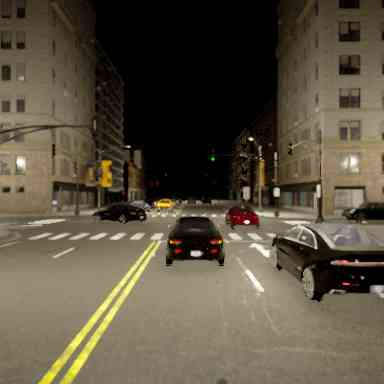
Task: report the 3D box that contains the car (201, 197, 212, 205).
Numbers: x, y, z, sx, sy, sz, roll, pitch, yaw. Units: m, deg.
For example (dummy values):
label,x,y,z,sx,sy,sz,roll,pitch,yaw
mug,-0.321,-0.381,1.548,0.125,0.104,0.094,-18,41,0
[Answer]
label,x,y,z,sx,sy,sz,roll,pitch,yaw
car,3.205,1.918,71.040,2.033,1.411,5.357,0,0,0

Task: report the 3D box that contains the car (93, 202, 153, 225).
label,x,y,z,sx,sy,sz,roll,pitch,yaw
car,-5.527,1.659,25.303,4.674,1.442,1.812,0,-2,35

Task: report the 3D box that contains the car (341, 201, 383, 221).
label,x,y,z,sx,sy,sz,roll,pitch,yaw
car,14.745,1.549,27.390,4.553,1.767,2.097,0,-1,0

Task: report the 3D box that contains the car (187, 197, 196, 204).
label,x,y,z,sx,sy,sz,roll,pitch,yaw
car,-0.045,1.976,71.484,1.895,1.301,4.718,0,0,0

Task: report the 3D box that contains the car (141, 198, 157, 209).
label,x,y,z,sx,sy,sz,roll,pitch,yaw
car,-6.611,1.789,51.820,1.837,1.490,4.892,0,0,0

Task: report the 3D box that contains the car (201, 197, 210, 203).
label,x,y,z,sx,sy,sz,roll,pitch,yaw
car,3.198,1.857,81.495,1.994,1.385,4.181,0,0,0

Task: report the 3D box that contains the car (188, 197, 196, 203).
label,x,y,z,sx,sy,sz,roll,pitch,yaw
car,-0.052,1.857,81.485,1.994,1.385,4.181,0,0,0

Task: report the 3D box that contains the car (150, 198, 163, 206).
label,x,y,z,sx,sy,sz,roll,pitch,yaw
car,-6.539,1.862,61.973,1.812,1.442,4.674,0,0,0

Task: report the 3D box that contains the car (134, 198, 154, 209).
label,x,y,z,sx,sy,sz,roll,pitch,yaw
car,-6.595,1.779,42.082,2.033,1.411,5.357,0,0,4

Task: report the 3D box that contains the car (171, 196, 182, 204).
label,x,y,z,sx,sy,sz,roll,pitch,yaw
car,-3.295,1.715,71.130,2.097,1.767,4.553,0,0,0

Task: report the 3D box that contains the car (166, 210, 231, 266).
label,x,y,z,sx,sy,sz,roll,pitch,yaw
car,0.073,1.590,11.721,1.812,1.442,4.674,0,0,-1

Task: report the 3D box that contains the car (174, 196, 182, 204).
label,x,y,z,sx,sy,sz,roll,pitch,yaw
car,-3.300,1.684,61.168,2.097,1.767,4.553,0,0,0

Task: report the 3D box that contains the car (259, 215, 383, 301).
label,x,y,z,sx,sy,sz,roll,pitch,yaw
car,3.343,1.538,8.400,2.128,1.511,4.902,0,0,0

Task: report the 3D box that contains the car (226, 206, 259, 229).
label,x,y,z,sx,sy,sz,roll,pitch,yaw
car,3.325,1.647,22.359,1.812,1.442,4.674,0,0,0

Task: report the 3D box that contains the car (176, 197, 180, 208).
label,x,y,z,sx,sy,sz,roll,pitch,yaw
car,-3.361,1.884,51.716,1.895,1.301,4.718,0,0,0

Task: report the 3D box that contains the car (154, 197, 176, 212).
label,x,y,z,sx,sy,sz,roll,pitch,yaw
car,-3.380,1.711,42.378,1.882,1.535,5.008,0,0,-1
